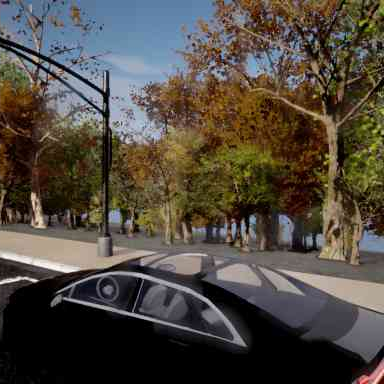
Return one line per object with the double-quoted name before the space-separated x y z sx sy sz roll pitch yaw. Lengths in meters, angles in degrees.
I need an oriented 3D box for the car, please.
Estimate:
"car" -0.365 1.491 3.952 4.902 1.511 2.128 0 0 36
